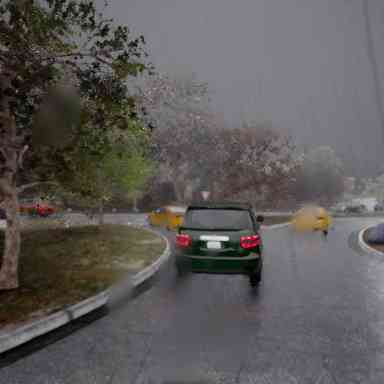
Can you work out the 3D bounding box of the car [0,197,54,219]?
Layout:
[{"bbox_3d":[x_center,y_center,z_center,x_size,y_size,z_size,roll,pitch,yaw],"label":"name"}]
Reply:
[{"bbox_3d":[-16.140,1.498,31.833,5.566,2.045,2.150,0,-1,6],"label":"car"}]

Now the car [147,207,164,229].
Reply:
[{"bbox_3d":[-1.471,1.677,22.291,1.882,1.535,5.008,1,-1,-26],"label":"car"}]

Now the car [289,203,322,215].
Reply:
[{"bbox_3d":[15.280,2.253,44.630,4.181,1.385,1.994,1,-1,-32],"label":"car"}]

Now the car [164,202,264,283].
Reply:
[{"bbox_3d":[0.986,1.307,10.166,2.150,2.045,5.566,0,0,10],"label":"car"}]

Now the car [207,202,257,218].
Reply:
[{"bbox_3d":[4.216,1.861,35.169,5.008,1.535,1.882,0,-1,-24],"label":"car"}]

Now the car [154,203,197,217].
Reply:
[{"bbox_3d":[-1.813,1.910,35.838,4.181,1.385,1.994,1,-1,-23],"label":"car"}]

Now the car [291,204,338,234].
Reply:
[{"bbox_3d":[7.693,1.707,20.835,1.882,1.535,5.008,-1,-2,29],"label":"car"}]

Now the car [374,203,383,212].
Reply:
[{"bbox_3d":[31.620,2.527,55.585,2.033,1.411,5.357,0,-1,35],"label":"car"}]

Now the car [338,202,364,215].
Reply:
[{"bbox_3d":[20.322,2.096,44.101,4.553,1.767,2.097,1,-1,-37],"label":"car"}]

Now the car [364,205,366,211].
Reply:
[{"bbox_3d":[28.528,2.552,56.972,1.994,1.385,4.181,0,-1,35],"label":"car"}]
